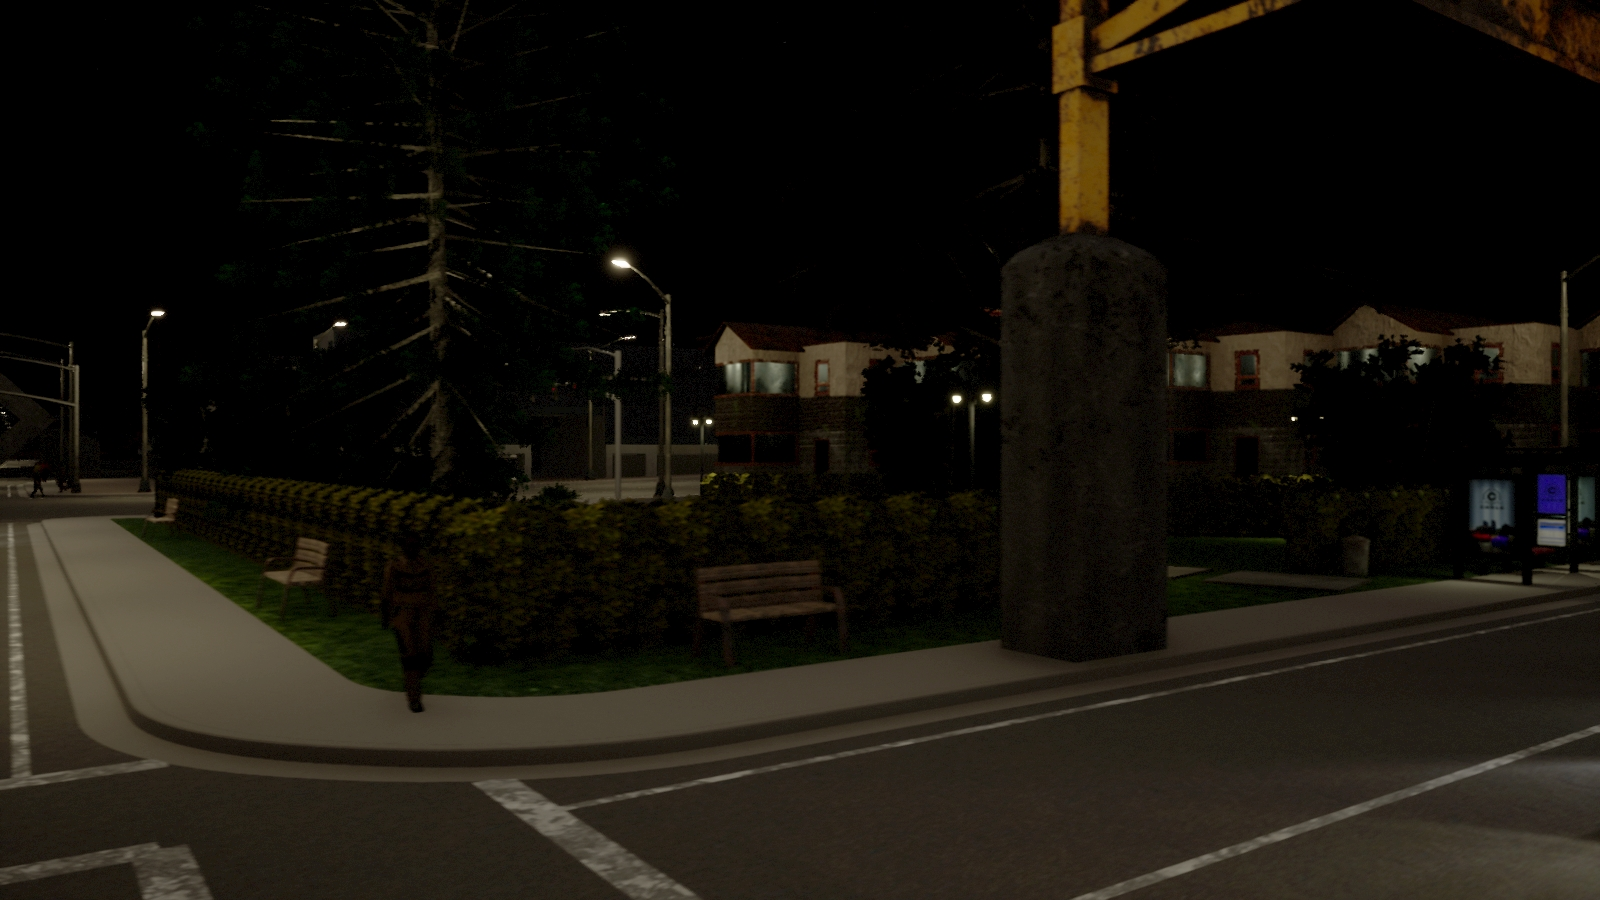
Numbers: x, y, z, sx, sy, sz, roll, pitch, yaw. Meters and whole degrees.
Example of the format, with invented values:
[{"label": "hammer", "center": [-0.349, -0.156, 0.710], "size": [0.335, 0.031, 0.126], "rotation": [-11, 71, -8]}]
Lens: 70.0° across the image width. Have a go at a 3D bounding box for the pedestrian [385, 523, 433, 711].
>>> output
[{"label": "pedestrian", "center": [-4.026, 1.699, 11.759], "size": [0.375, 1.860, 0.375], "rotation": [0, 0, -36]}]
